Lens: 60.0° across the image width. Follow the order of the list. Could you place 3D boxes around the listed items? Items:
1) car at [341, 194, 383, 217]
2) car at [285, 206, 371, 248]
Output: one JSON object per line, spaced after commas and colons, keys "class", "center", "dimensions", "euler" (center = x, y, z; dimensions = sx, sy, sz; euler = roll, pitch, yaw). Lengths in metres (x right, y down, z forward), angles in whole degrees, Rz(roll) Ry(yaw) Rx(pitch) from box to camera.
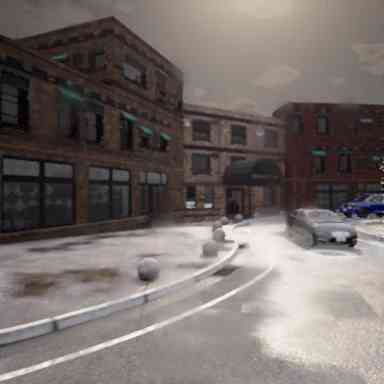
{"class": "car", "center": [15.680, 1.187, 28.822], "dimensions": [5.566, 2.045, 2.150], "euler": [0, 0, -12]}
{"class": "car", "center": [5.723, 1.538, 15.283], "dimensions": [2.128, 1.511, 4.902], "euler": [0, 0, -1]}
